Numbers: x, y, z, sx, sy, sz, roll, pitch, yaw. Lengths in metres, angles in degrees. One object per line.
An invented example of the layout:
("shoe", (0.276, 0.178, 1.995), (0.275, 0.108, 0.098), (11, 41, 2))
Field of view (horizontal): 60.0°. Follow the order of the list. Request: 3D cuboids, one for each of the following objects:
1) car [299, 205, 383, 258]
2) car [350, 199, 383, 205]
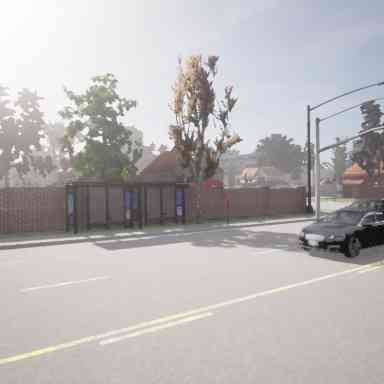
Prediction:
("car", (6.071, 1.443, 12.592), (4.902, 1.511, 2.128), (0, 0, -35))
("car", (10.450, 1.247, 19.950), (4.553, 1.767, 2.097), (-1, 0, -35))
